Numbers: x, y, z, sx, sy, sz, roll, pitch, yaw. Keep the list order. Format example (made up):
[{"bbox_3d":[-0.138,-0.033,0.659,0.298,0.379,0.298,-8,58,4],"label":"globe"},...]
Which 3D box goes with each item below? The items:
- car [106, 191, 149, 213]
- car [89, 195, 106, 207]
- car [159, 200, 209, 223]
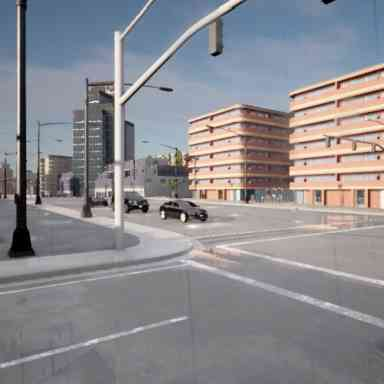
[{"bbox_3d":[-6.270,0.942,32.996,2.150,2.045,5.566,0,1,-34],"label":"car"},{"bbox_3d":[-11.936,1.108,41.298,1.994,1.385,4.181,0,1,-34],"label":"car"},{"bbox_3d":[-0.706,1.371,24.843,1.837,1.490,4.892,0,1,-34],"label":"car"}]
